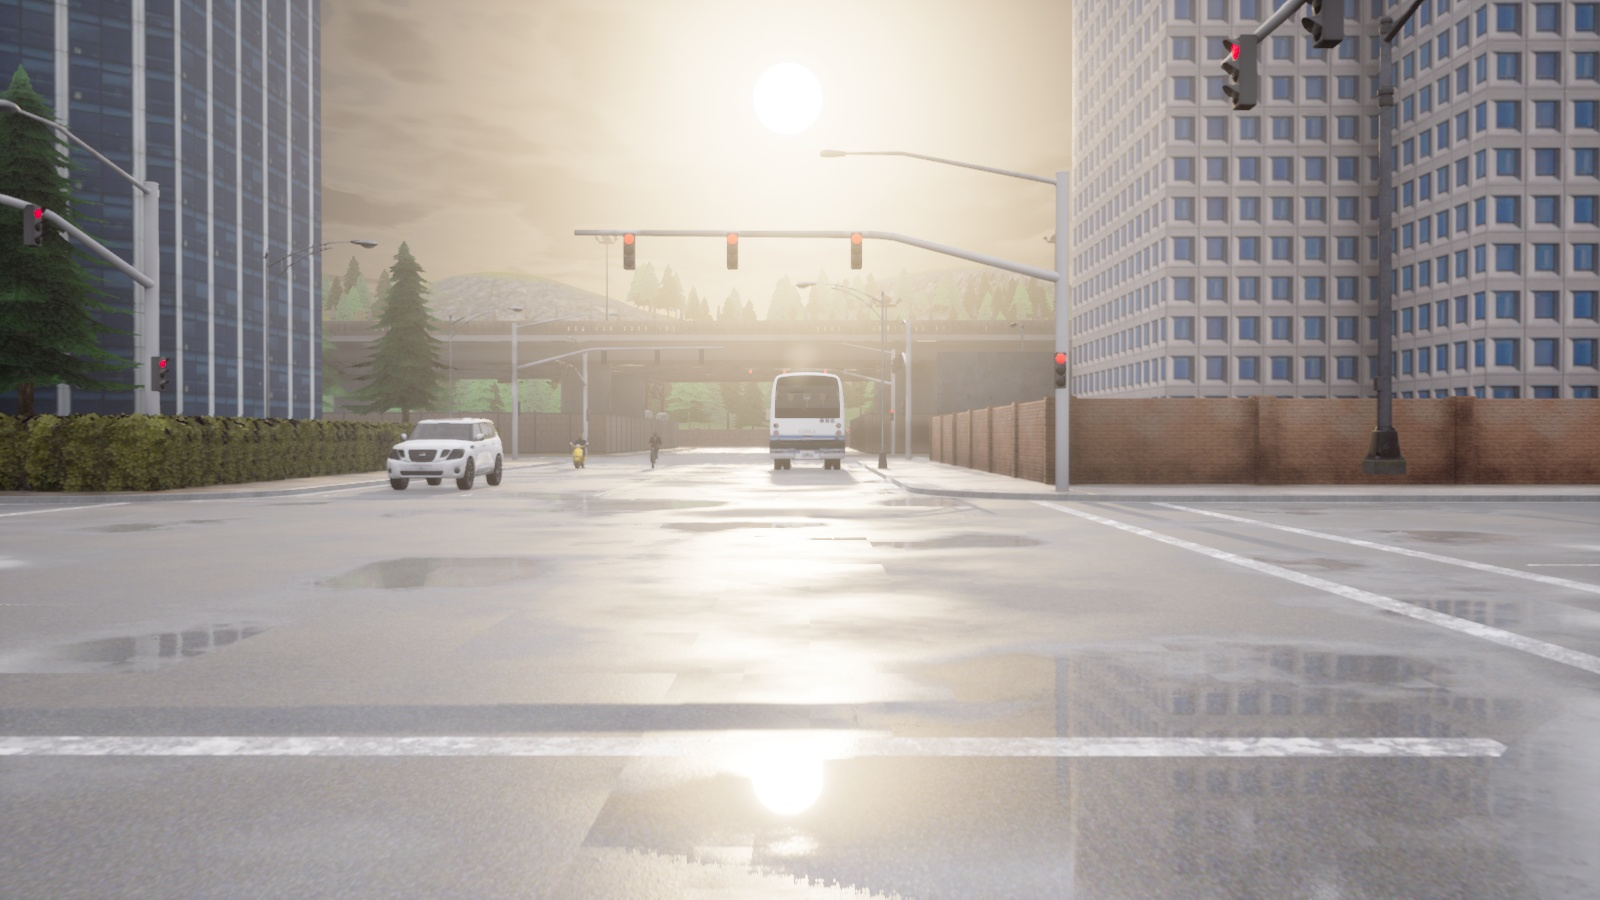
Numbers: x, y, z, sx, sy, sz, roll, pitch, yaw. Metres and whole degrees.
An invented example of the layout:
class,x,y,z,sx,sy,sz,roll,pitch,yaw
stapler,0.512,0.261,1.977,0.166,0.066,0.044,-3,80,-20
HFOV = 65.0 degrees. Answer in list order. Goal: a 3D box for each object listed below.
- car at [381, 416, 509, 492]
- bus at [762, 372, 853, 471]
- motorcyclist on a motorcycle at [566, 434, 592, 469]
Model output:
class,x,y,z,sx,sy,sz,roll,pitch,yaw
car,-10.280,0.052,36.858,2.150,2.045,5.566,0,1,0
bus,0.348,-1.272,59.179,3.944,4.253,10.273,0,1,0
motorcyclist on a motorcycle,-10.161,0.064,57.839,0.866,1.590,1.817,0,1,0
